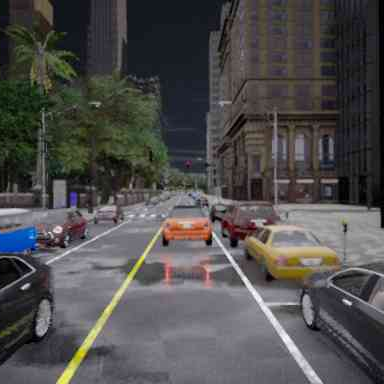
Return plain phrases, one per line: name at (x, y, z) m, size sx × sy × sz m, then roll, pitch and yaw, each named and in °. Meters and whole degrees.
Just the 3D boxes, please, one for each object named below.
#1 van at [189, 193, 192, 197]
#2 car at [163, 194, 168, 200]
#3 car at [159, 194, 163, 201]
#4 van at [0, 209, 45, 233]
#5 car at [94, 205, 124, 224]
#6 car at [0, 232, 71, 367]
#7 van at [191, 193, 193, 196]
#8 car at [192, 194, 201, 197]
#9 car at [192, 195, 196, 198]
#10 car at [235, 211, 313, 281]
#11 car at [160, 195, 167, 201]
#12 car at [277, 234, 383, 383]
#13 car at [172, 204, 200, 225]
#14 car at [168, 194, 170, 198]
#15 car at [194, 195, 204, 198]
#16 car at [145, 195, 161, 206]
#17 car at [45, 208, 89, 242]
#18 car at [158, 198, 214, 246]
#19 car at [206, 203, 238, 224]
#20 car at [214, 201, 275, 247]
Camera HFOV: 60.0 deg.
van at (0.832, 1.377, 90.165) m, size 1.690 × 1.788 × 3.998 m, roll -1°, pitch 0°, yaw -1°
car at (-7.454, 1.554, 79.160) m, size 1.967 × 1.590 × 4.097 m, roll -1°, pitch 0°, yaw -1°
car at (-7.099, 1.550, 62.903) m, size 1.967 × 1.590 × 4.097 m, roll -1°, pitch 0°, yaw -1°
van at (-5.933, 1.406, 9.358) m, size 1.690 × 1.788 × 3.998 m, roll -1°, pitch 0°, yaw -1°
car at (-6.285, 1.665, 25.633) m, size 1.802 × 1.307 × 4.206 m, roll -1°, pitch 0°, yaw -1°
car at (-3.138, 1.538, 3.657) m, size 1.837 × 1.490 × 4.892 m, roll -1°, pitch 0°, yaw -1°
van at (1.305, 1.376, 68.489) m, size 1.690 × 1.788 × 3.998 m, roll -1°, pitch 0°, yaw -1°
car at (1.422, 1.558, 63.240) m, size 1.752 × 1.417 × 4.829 m, roll -1°, pitch 0°, yaw -1°
car at (1.544, 1.595, 57.650) m, size 1.947 × 1.339 × 4.313 m, roll -1°, pitch 0°, yaw -1°
car at (2.589, 1.513, 9.699) m, size 1.752 × 1.417 × 4.829 m, roll -1°, pitch 0°, yaw -1°
car at (-7.686, 1.639, 89.829) m, size 1.752 × 1.417 × 4.829 m, roll -1°, pitch 0°, yaw -1°
car at (2.711, 1.531, 4.105) m, size 2.008 × 1.369 × 4.403 m, roll -1°, pitch 0°, yaw -1°
car at (-0.452, 1.630, 25.346) m, size 1.895 × 1.301 × 4.718 m, roll -1°, pitch 0°, yaw -1°
car at (-7.574, 1.429, 84.580) m, size 2.192 × 1.841 × 5.009 m, roll -1°, pitch 0°, yaw -1°
car at (1.662, 1.592, 52.231) m, size 1.947 × 1.339 × 4.313 m, roll -1°, pitch 0°, yaw -1°
car at (-6.980, 1.658, 57.484) m, size 2.008 × 1.369 × 4.403 m, roll -1°, pitch 0°, yaw -1°
car at (-6.050, 1.512, 14.783) m, size 1.967 × 1.590 × 4.097 m, roll -1°, pitch 0°, yaw -1°
car at (-0.229, 1.371, 15.530) m, size 2.097 × 1.767 × 4.553 m, roll -1°, pitch 0°, yaw -1°
car at (2.239, 1.571, 25.801) m, size 1.947 × 1.339 × 4.313 m, roll -1°, pitch 0°, yaw -1°
car at (2.472, 1.309, 14.953) m, size 2.192 × 1.841 × 5.009 m, roll -1°, pitch 0°, yaw -1°
